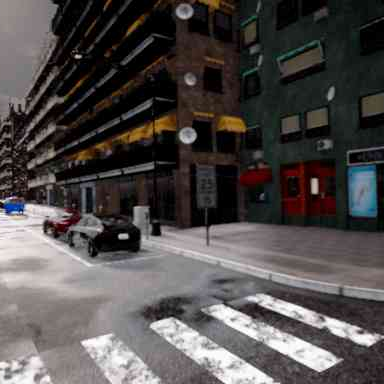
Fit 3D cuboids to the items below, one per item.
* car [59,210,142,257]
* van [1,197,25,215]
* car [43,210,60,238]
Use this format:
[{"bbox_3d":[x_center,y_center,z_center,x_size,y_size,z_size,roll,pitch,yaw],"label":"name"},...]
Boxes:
[{"bbox_3d":[-3.405,1.504,12.614,1.947,1.339,4.313,0,0,-34],"label":"car"},{"bbox_3d":[-19.025,1.463,35.680,1.690,1.788,3.998,0,0,-34],"label":"van"},{"bbox_3d":[-6.528,1.557,17.227,1.802,1.307,4.206,0,0,-34],"label":"car"}]
